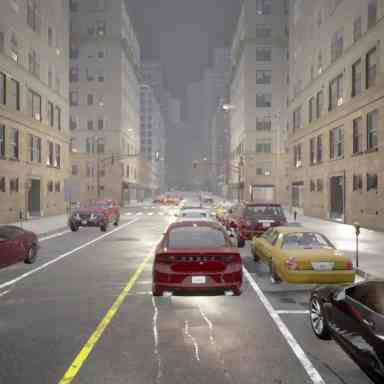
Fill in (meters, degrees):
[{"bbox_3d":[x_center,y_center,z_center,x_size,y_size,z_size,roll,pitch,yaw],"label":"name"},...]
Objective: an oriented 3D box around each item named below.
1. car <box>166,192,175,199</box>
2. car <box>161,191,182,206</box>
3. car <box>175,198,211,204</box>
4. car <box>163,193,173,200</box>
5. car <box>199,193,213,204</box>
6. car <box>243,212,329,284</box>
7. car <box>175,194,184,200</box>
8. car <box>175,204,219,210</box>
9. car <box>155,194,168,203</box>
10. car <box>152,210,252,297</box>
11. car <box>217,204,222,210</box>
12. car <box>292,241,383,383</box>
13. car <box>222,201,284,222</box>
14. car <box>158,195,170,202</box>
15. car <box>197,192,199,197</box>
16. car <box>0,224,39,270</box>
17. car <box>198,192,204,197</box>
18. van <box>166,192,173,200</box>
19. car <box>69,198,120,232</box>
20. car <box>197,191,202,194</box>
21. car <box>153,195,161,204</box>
[{"bbox_3d":[-5.750,0.899,90.488,2.192,1.841,5.009,1,0,0],"label":"car"},{"bbox_3d":[-3.147,1.204,51.783,2.097,1.767,4.553,0,0,2],"label":"car"},{"bbox_3d":[0.074,1.454,25.333,2.128,1.511,4.902,0,0,0],"label":"car"},{"bbox_3d":[-5.752,1.108,79.644,1.967,1.590,4.097,1,0,0],"label":"car"},{"bbox_3d":[2.770,1.367,57.943,2.008,1.369,4.403,0,0,0],"label":"car"},{"bbox_3d":[2.766,1.520,9.349,1.752,1.417,4.829,0,0,0],"label":"car"},{"bbox_3d":[-2.998,1.184,80.786,1.812,1.442,4.674,0,0,0],"label":"car"},{"bbox_3d":[0.099,1.510,16.191,1.812,1.442,4.674,0,0,0],"label":"car"},{"bbox_3d":[-5.753,1.224,63.374,1.967,1.590,4.097,1,0,0],"label":"car"},{"bbox_3d":[0.072,1.473,8.644,1.882,1.535,5.008,0,0,-1],"label":"car"},{"bbox_3d":[2.767,1.558,20.285,1.802,1.307,4.206,0,0,0],"label":"car"},{"bbox_3d":[2.765,1.566,3.628,1.947,1.339,4.313,0,0,0],"label":"car"},{"bbox_3d":[2.768,1.302,14.734,2.192,1.841,5.009,0,0,0],"label":"car"},{"bbox_3d":[-5.754,1.292,68.798,1.887,1.381,4.507,1,0,0],"label":"car"},{"bbox_3d":[2.772,1.250,79.639,1.802,1.307,4.206,1,0,0],"label":"car"},{"bbox_3d":[-5.760,1.577,9.187,1.802,1.307,4.206,0,0,0],"label":"car"},{"bbox_3d":[2.772,1.271,68.959,1.752,1.417,4.829,1,0,0],"label":"car"},{"bbox_3d":[-5.750,0.968,85.066,1.690,1.788,3.998,1,0,0],"label":"van"},{"bbox_3d":[-5.757,1.291,20.292,2.192,1.841,5.009,0,0,0],"label":"car"},{"bbox_3d":[2.774,1.024,90.483,1.967,1.590,4.097,1,0,0],"label":"car"},{"bbox_3d":[-5.755,1.361,57.951,1.887,1.381,4.507,0,0,0],"label":"car"}]
